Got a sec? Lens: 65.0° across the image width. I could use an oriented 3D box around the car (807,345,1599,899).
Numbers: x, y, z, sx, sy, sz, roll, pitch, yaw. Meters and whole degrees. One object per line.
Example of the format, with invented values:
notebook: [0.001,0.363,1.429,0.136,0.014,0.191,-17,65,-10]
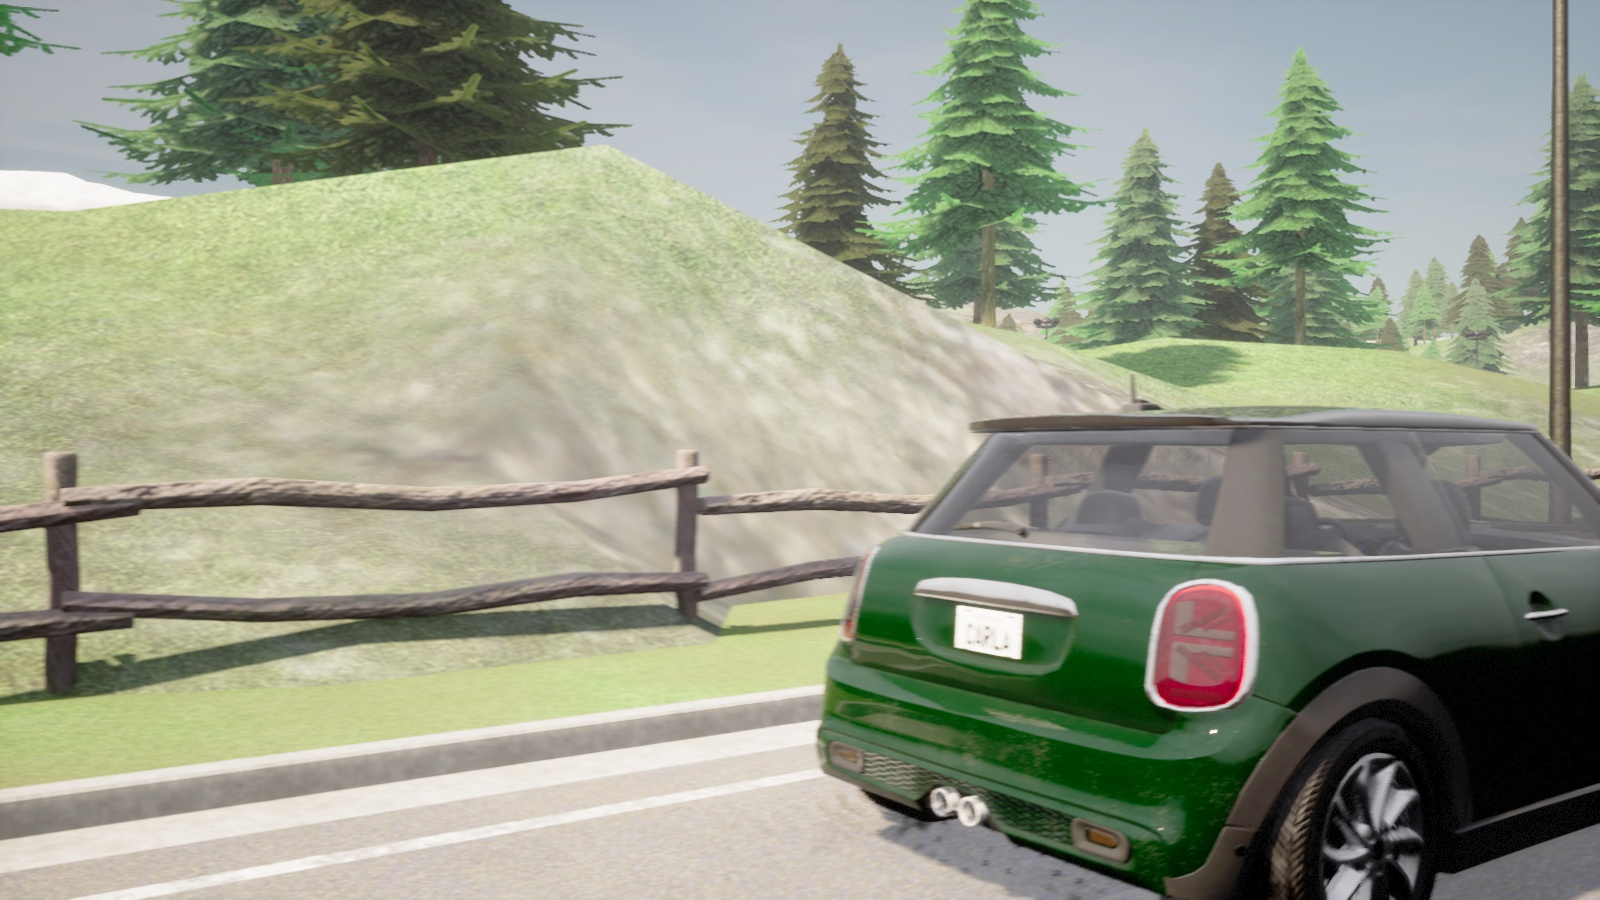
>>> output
car: [2.499,0.612,5.399,4.553,1.767,2.097,0,0,-35]
